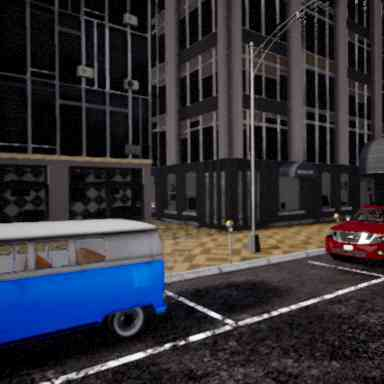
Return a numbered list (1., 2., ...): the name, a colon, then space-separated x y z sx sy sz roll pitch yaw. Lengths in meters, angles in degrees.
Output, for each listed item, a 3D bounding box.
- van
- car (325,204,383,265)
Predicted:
1. van: -2.320 1.343 4.922 3.998 1.788 1.690 0 -1 -35
2. car: 6.690 1.336 11.352 5.009 1.841 2.192 0 -1 -35
